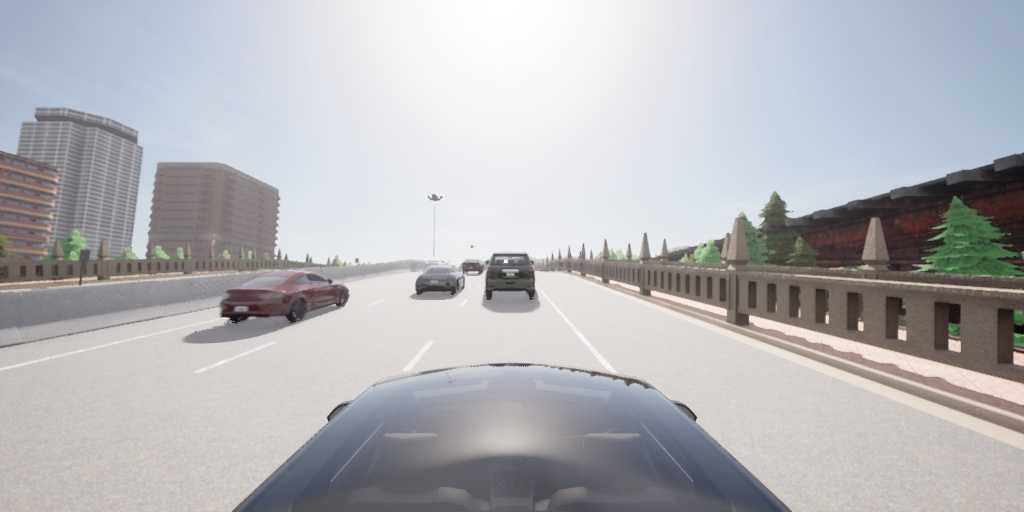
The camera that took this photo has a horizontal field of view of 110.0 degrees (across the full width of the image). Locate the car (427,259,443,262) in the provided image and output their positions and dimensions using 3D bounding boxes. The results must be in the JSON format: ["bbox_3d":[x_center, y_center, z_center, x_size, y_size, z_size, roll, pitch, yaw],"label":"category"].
[{"bbox_3d":[-7.321,1.008,34.475,1.812,1.442,4.674,0,-1,-1],"label":"car"}]

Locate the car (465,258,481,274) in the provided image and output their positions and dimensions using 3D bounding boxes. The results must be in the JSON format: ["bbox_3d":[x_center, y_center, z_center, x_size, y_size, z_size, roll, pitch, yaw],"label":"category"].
[{"bbox_3d":[-3.834,0.970,35.520,1.882,1.535,5.008,0,-1,-1],"label":"car"}]

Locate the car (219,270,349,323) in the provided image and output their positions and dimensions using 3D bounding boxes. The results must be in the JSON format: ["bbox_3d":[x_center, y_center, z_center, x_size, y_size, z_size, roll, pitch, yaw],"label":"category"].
[{"bbox_3d":[-7.025,1.182,11.562,1.812,1.442,4.674,0,1,-1],"label":"car"}]

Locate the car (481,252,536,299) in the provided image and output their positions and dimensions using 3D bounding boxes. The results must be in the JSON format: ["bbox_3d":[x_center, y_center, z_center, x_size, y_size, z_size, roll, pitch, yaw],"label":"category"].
[{"bbox_3d":[-0.097,0.825,17.129,2.150,2.045,5.566,0,0,-1],"label":"car"}]

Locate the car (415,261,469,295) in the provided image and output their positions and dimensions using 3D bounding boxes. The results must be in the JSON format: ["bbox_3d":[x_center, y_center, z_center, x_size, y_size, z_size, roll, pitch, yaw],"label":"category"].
[{"bbox_3d":[-3.616,1.154,18.603,1.994,1.385,4.181,0,1,-1],"label":"car"}]
